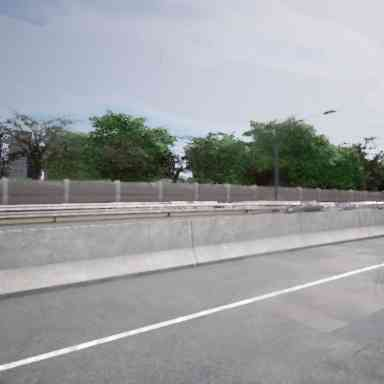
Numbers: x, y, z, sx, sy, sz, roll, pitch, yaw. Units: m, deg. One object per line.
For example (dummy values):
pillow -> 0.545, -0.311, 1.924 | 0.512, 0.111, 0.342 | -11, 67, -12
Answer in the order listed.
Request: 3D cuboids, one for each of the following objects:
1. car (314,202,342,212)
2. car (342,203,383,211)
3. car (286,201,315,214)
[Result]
car -> 14.347, 1.759, 31.685 | 5.357, 1.411, 2.033 | 1, -1, -36
car -> 15.060, 1.655, 27.877 | 5.008, 1.535, 1.882 | 1, -1, -36
car -> 11.658, 1.699, 34.055 | 4.902, 1.511, 2.128 | 1, -1, -36
